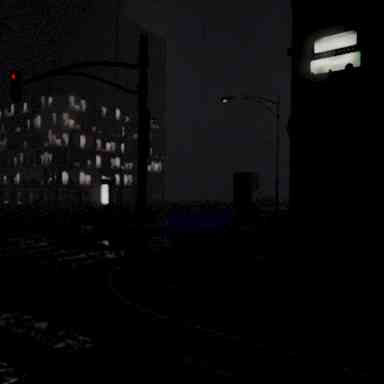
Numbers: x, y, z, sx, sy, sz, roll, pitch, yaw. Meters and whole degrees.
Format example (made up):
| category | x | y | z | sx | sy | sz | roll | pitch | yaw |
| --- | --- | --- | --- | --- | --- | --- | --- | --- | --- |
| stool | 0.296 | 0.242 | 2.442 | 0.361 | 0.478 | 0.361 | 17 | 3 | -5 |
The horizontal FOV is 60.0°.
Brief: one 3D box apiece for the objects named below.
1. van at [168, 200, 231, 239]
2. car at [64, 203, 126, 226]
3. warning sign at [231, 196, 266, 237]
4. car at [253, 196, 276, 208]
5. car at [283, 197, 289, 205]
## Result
| category | x | y | z | sx | sy | sz | roll | pitch | yaw |
| --- | --- | --- | --- | --- | --- | --- | --- | --- | --- |
| van | 0.498 | 1.348 | 17.263 | 1.690 | 1.788 | 3.998 | 1 | 1 | 35 |
| car | -6.331 | 1.429 | 22.127 | 1.947 | 1.339 | 4.313 | 1 | 1 | 35 |
| warning sign | 2.780 | 1.162 | 16.368 | 1.300 | 1.860 | 1.060 | 1 | 1 | 35 |
| car | 9.714 | 1.255 | 44.660 | 1.967 | 1.590 | 4.097 | 1 | 1 | 35 |
| car | 16.033 | 1.326 | 53.536 | 1.752 | 1.417 | 4.829 | 1 | 1 | 35 |
